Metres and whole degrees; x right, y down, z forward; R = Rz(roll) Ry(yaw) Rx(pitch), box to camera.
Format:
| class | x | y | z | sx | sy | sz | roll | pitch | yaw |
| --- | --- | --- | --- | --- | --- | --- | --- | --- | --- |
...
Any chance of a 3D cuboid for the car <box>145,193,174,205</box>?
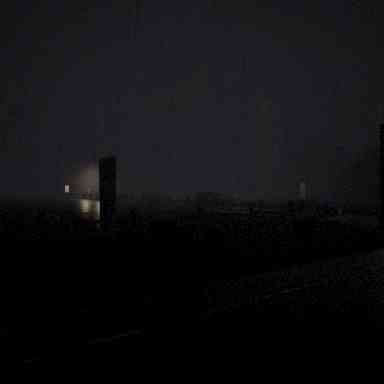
| class | x | y | z | sx | sy | sz | roll | pitch | yaw |
| --- | --- | --- | --- | --- | --- | --- | --- | --- | --- |
| car | -4.534 | 0.963 | 48.815 | 2.097 | 1.767 | 4.553 | -1 | 1 | -36 |

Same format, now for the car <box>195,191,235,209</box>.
| class | x | y | z | sx | sy | sz | roll | pitch | yaw |
| --- | --- | --- | --- | --- | --- | --- | --- | --- | --- |
| car | 2.565 | 0.953 | 38.889 | 2.150 | 2.045 | 5.566 | -1 | 0 | -36 |

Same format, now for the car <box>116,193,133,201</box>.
| class | x | y | z | sx | sy | sz | roll | pitch | yaw |
| --- | --- | --- | --- | --- | --- | --- | --- | --- | --- |
| car | -13.416 | 0.878 | 66.083 | 1.882 | 1.535 | 5.008 | -1 | 1 | -36 |

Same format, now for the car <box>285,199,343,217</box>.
| class | x | y | z | sx | sy | sz | roll | pitch | yaw |
| --- | --- | --- | --- | --- | --- | --- | --- | --- | --- |
| car | 10.258 | 1.341 | 28.315 | 2.128 | 1.511 | 4.902 | -1 | 1 | -38 |

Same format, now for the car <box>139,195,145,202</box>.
| class | x | y | z | sx | sy | sz | roll | pitch | yaw |
| --- | --- | --- | --- | --- | --- | --- | --- | --- | --- |
| car | -7.590 | 1.025 | 58.025 | 1.812 | 1.442 | 4.674 | -1 | 1 | -35 |
